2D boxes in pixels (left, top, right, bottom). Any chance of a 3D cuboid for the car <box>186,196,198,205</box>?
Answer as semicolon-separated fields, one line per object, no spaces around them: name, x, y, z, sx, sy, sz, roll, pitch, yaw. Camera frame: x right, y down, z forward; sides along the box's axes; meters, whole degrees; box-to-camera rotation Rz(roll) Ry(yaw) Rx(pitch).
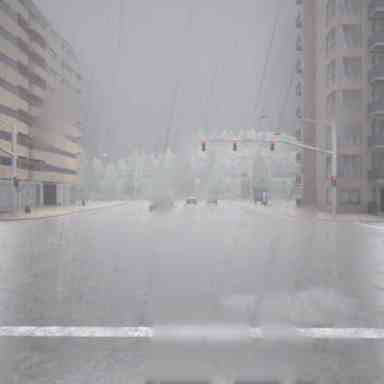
car;-0.044;1.502;60.052;1.812;1.442;4.674;0;0;0

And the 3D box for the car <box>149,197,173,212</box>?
car;-3.627;1.337;38.321;2.097;1.767;4.553;0;0;0

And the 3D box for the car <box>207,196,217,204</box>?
car;3.700;1.523;60.823;2.033;1.411;5.357;0;0;4
